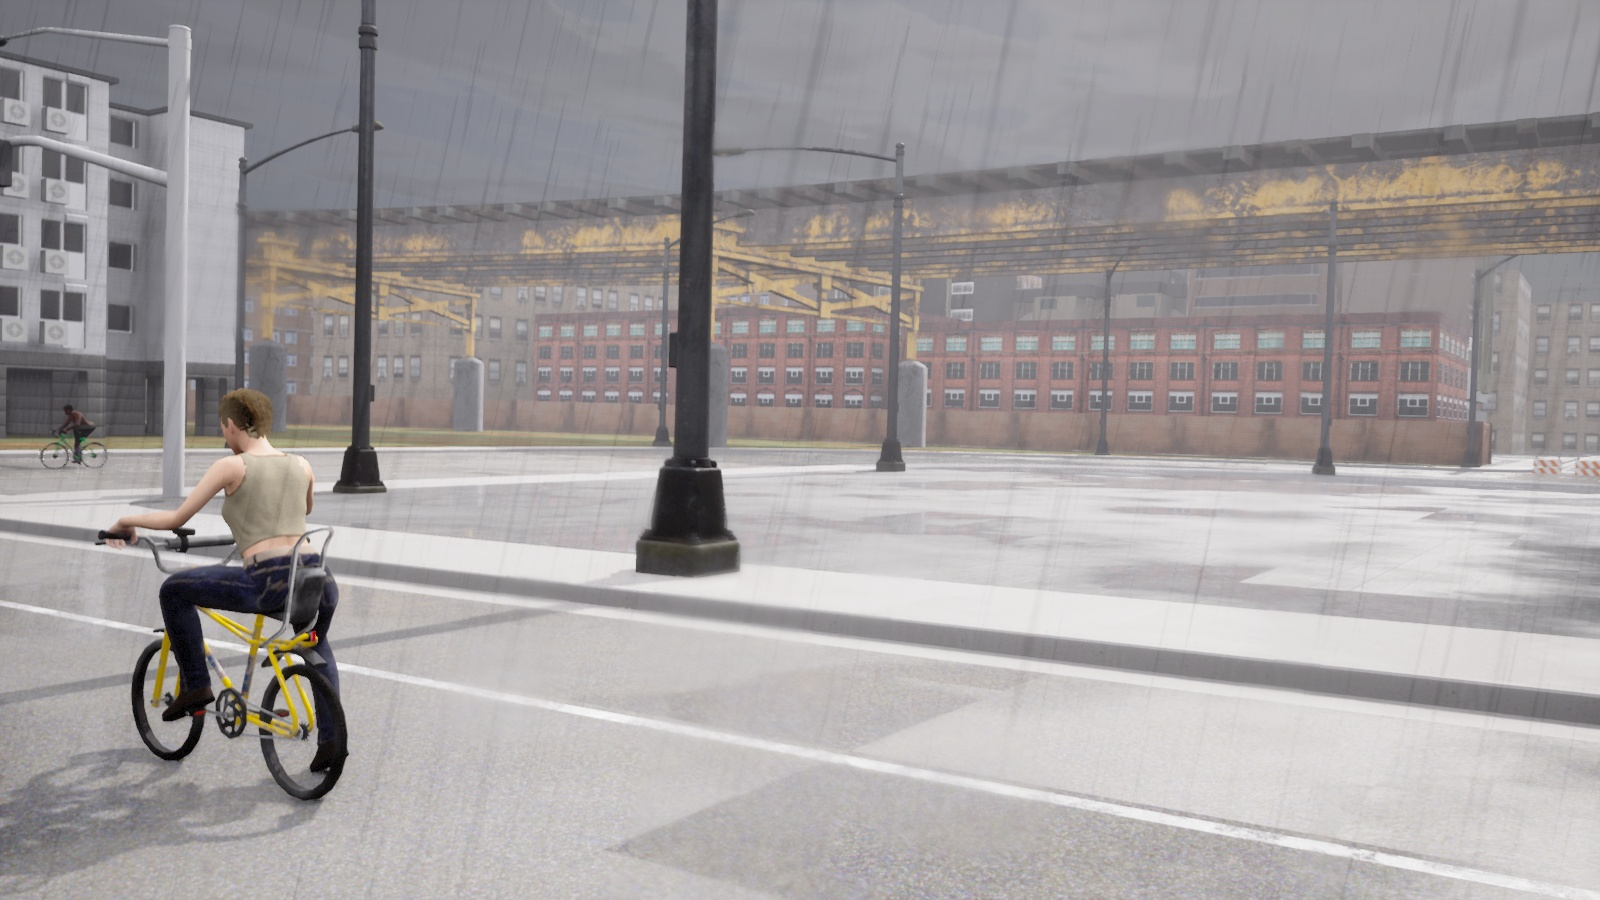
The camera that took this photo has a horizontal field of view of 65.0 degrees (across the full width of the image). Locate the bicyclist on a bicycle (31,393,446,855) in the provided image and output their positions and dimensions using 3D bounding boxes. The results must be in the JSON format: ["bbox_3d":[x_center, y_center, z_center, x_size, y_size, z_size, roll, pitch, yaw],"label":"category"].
[{"bbox_3d":[-2.311,0.596,5.153,1.509,1.612,0.866,0,1,34],"label":"bicyclist on a bicycle"}]

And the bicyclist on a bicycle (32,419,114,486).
[{"bbox_3d":[-18.172,0.032,31.416,0.582,1.620,1.656,1,2,32],"label":"bicyclist on a bicycle"}]
